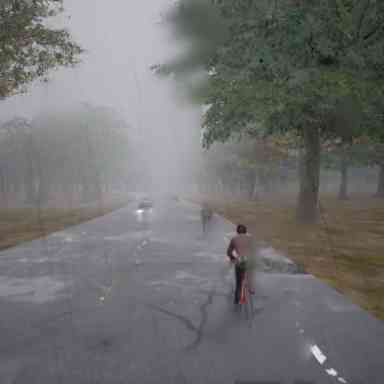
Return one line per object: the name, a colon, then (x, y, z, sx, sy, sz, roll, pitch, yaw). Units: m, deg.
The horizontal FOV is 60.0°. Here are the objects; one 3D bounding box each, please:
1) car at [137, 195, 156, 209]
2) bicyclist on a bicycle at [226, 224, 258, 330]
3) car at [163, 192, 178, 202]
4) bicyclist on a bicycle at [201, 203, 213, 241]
car: (-5.222, 1.180, 38.585, 1.837, 1.490, 4.892, 0, 1, -5)
bicyclist on a bicycle: (0.896, 1.406, 5.867, 0.582, 1.620, 1.656, 0, 0, -1)
car: (-3.625, 0.807, 59.389, 2.097, 1.767, 4.553, 0, 1, -7)
bicyclist on a bicycle: (0.683, 1.331, 14.918, 0.582, 1.620, 1.656, 0, 0, -2)
